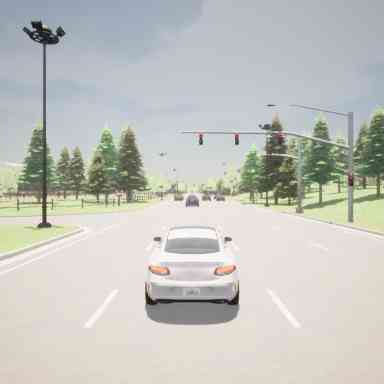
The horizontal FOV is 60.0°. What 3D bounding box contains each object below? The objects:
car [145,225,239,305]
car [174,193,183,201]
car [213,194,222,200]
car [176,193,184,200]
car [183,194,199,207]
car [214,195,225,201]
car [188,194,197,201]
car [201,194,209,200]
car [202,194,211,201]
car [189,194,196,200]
[{"bbox_3d":[0.017,1.526,7.956,1.812,1.442,4.674,0,0,0],"label":"car"},{"bbox_3d":[-3.392,1.544,82.860,1.994,1.385,4.181,0,0,0],"label":"car"},{"bbox_3d":[7.121,1.385,92.883,1.994,1.385,4.181,0,0,0],"label":"car"},{"bbox_3d":[-3.379,1.187,92.866,2.097,1.767,4.553,0,0,0],"label":"car"},{"bbox_3d":[0.068,1.352,51.829,2.097,1.767,4.553,0,0,0],"label":"car"},{"bbox_3d":[7.108,1.517,82.463,2.128,1.511,4.902,0,0,0],"label":"car"},{"bbox_3d":[0.108,1.348,82.858,2.097,1.767,4.553,0,0,0],"label":"car"},{"bbox_3d":[3.621,1.372,92.887,2.033,1.411,5.357,0,0,0],"label":"car"},{"bbox_3d":[3.608,1.348,82.854,2.097,1.767,4.553,0,0,0],"label":"car"},{"bbox_3d":[0.121,1.332,92.892,1.837,1.490,4.892,0,0,0],"label":"car"}]
